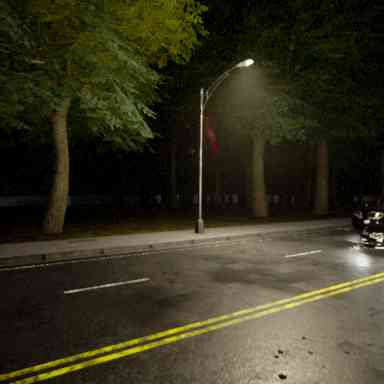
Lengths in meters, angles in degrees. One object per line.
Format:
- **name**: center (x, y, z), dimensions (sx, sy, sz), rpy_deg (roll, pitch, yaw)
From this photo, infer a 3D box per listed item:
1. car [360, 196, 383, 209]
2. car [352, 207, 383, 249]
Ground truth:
- **car**: center (11.600, 1.221, 19.212), dimensions (5.566, 2.045, 2.150), rpy_deg (0, 0, -34)
- **car**: center (8.828, 1.503, 13.428), dimensions (4.892, 1.490, 1.837), rpy_deg (0, 0, -34)
